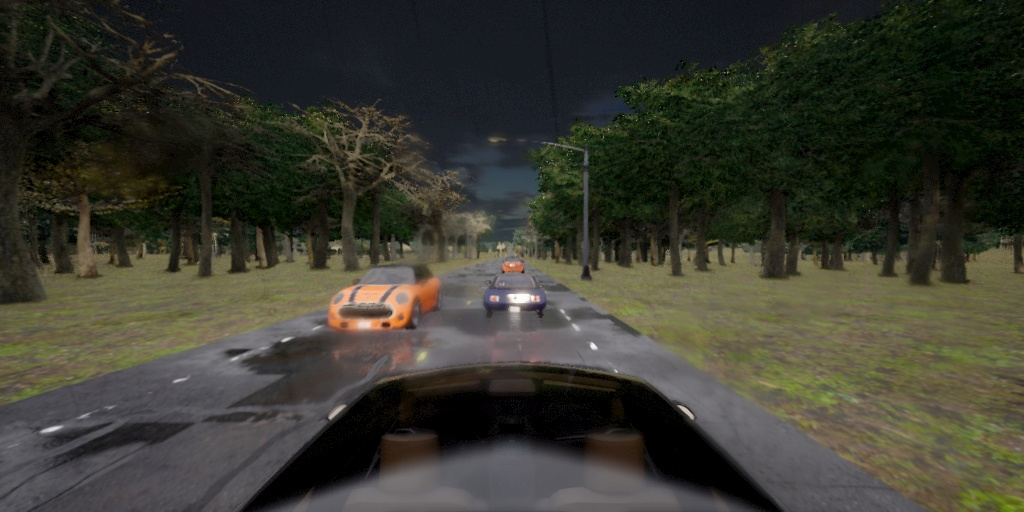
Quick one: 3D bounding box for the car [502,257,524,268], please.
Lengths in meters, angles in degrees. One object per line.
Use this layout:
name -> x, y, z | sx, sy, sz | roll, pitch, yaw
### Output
car -> 0.107, 0.843, 35.050 | 2.097, 1.767, 4.553 | 0, 0, 0

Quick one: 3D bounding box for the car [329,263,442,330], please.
car -> -3.498, 1.034, 10.754 | 2.097, 1.767, 4.553 | 0, 0, 0

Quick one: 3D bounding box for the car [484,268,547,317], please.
car -> 0.101, 1.268, 12.712 | 1.895, 1.301, 4.718 | 0, 0, 0
